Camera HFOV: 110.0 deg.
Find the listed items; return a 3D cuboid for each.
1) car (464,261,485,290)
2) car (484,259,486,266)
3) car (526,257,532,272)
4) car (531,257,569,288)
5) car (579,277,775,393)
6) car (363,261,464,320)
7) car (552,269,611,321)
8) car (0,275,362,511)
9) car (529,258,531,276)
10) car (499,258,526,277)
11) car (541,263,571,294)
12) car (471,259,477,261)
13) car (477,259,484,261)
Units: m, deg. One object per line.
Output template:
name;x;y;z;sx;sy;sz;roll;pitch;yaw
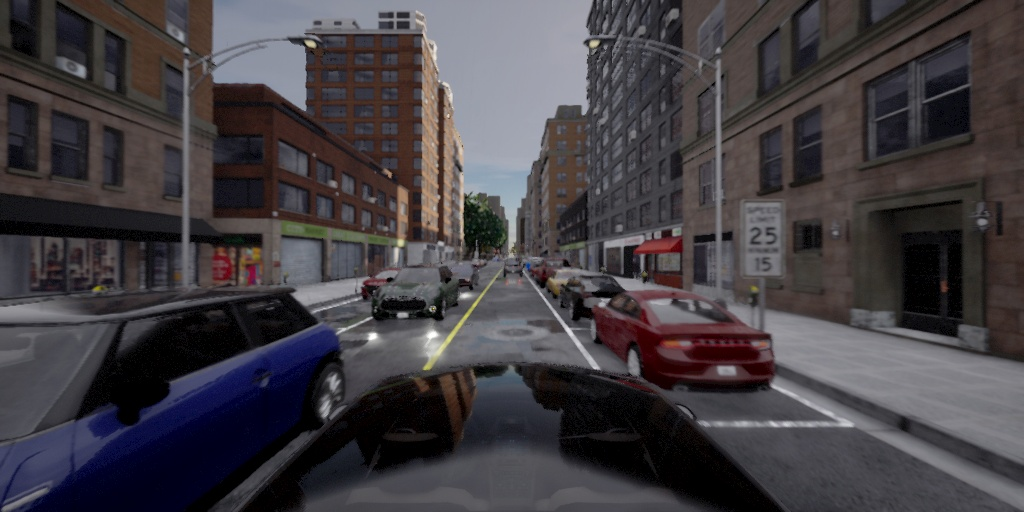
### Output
car;-3.097;1.269;22.614;2.033;1.411;5.357;0;0;1
car;-5.878;1.264;61.600;1.751;1.417;4.829;0;0;0
car;2.657;1.156;34.222;1.967;1.591;4.097;0;0;0
car;2.661;1.035;23.208;2.192;1.841;5.009;0;0;0
car;2.667;1.285;6.688;1.888;1.381;4.507;0;0;0
car;-3.103;1.084;12.415;2.097;1.767;4.553;0;0;0
car;2.665;1.297;12.194;1.948;1.339;4.313;0;0;0
car;-3.131;1.101;2.541;2.097;1.767;4.553;0;0;1
car;2.659;1.157;28.716;1.967;1.591;4.097;0;0;0
car;0.090;1.209;34.921;2.128;1.511;4.902;0;0;0
car;2.663;1.250;17.871;1.751;1.417;4.829;0;0;0
car;-5.872;1.287;45.244;1.948;1.339;4.313;0;0;0
car;-5.876;1.172;56.261;1.967;1.591;4.097;0;0;0
